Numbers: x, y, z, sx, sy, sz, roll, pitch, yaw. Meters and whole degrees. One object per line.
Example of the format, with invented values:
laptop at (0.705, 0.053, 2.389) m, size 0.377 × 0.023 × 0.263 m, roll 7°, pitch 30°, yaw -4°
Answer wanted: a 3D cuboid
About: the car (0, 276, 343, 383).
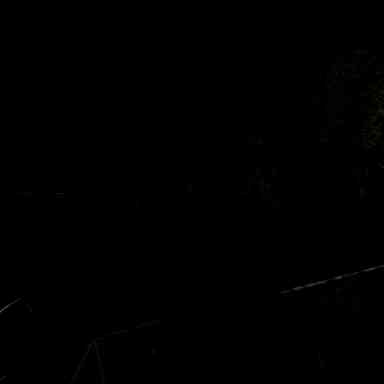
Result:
car at (-0.544, 1.603, 3.358) m, size 4.718 × 1.301 × 1.895 m, roll 0°, pitch 0°, yaw -35°
